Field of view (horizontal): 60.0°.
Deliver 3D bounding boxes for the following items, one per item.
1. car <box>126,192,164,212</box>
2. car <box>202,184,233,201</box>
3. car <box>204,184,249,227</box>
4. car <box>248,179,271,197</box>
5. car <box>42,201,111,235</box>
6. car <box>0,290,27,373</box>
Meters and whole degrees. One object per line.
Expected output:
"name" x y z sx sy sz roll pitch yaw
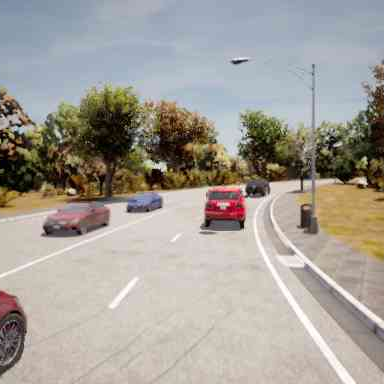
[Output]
"car" -3.682 0.732 26.935 1.812 1.442 4.674 0 3 13
"car" 2.921 0.018 37.001 2.128 1.511 4.902 0 4 21
"car" 2.068 0.758 19.460 2.150 2.045 5.566 0 3 10
"car" 8.134 -0.569 40.650 2.150 2.045 5.566 0 4 23
"car" -5.630 1.195 16.917 1.812 1.442 4.674 0 2 8
"car" -3.205 1.506 2.625 1.812 1.442 4.674 0 0 1
